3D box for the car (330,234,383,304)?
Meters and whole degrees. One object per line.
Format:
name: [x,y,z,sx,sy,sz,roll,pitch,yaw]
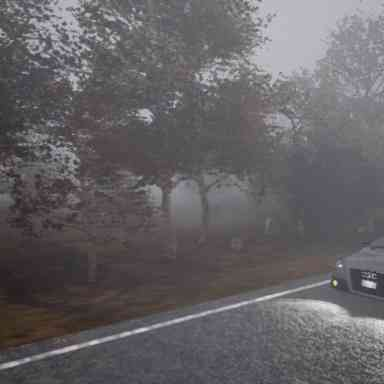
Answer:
car: [5.037,1.605,7.559,4.181,1.385,1.994,0,0,-35]
